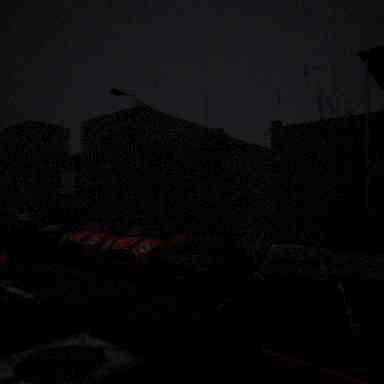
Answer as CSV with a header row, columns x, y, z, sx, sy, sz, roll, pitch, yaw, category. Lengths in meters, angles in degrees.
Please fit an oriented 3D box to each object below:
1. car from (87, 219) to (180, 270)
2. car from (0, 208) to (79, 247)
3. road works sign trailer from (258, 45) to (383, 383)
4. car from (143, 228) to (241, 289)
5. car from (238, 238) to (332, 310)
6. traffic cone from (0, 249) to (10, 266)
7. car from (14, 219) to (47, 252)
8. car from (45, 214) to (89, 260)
x,y,z,sx,sy,sz,roll,pitch,yaw,category
-1.714,2.011,13.318,2.185,1.767,4.553,1,-4,20,car
-8.592,2.035,19.087,2.435,2.045,5.566,1,-4,20,car
1.972,0.687,3.297,2.880,3.560,2.380,-1,-4,40,road works sign trailer
0.551,2.112,11.316,2.163,1.488,4.792,1,-4,20,car
2.856,2.077,9.410,2.002,1.452,4.674,1,-4,20,car
-7.148,2.456,12.609,0.340,0.580,0.340,-1,-4,40,traffic cone
-6.320,2.275,17.154,2.002,1.452,4.674,0,-4,20,car
-4.006,2.061,15.256,2.185,1.767,4.553,1,-4,20,car
